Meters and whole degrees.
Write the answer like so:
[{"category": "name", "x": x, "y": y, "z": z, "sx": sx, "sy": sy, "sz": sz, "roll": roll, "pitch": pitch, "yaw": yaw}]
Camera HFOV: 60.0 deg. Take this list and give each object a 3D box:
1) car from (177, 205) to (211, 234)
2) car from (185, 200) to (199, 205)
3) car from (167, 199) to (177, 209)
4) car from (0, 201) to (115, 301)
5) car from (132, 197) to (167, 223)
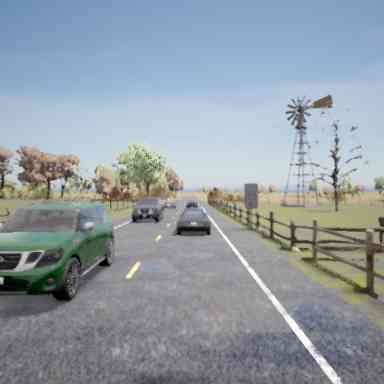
[{"category": "car", "x": 0.101, "y": 1.746, "z": 20.415, "sx": 1.994, "sy": 1.385, "sz": 4.181, "roll": 0, "pitch": -1, "yaw": 0}, {"category": "car", "x": 0.008, "y": 1.959, "z": 51.476, "sx": 1.837, "sy": 1.490, "sz": 4.892, "roll": 0, "pitch": -1, "yaw": 0}, {"category": "car", "x": -3.513, "y": 1.966, "z": 53.671, "sx": 2.128, "sy": 1.511, "sz": 4.902, "roll": 0, "pitch": -1, "yaw": 0}, {"category": "car", "x": -3.598, "y": 1.302, "z": 8.872, "sx": 2.150, "sy": 2.045, "sz": 5.566, "roll": 0, "pitch": -1, "yaw": 0}, {"category": "car", "x": -3.595, "y": 1.470, "z": 28.031, "sx": 2.150, "sy": 2.045, "sz": 5.566, "roll": 0, "pitch": 0, "yaw": 0}]
